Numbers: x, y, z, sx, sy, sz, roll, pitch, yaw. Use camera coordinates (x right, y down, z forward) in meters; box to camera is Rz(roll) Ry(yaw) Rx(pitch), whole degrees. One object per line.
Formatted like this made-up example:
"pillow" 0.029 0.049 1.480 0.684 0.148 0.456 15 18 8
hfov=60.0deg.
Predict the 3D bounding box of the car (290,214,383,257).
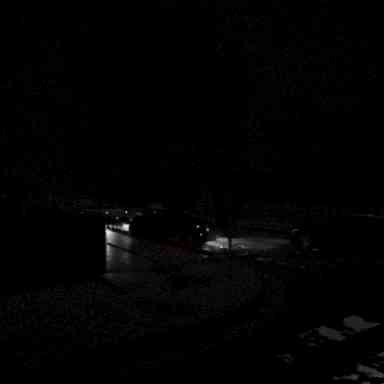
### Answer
"car" 6.211 1.569 12.841 4.674 1.442 1.812 1 1 35

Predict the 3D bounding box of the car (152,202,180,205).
"car" -1.990 1.432 23.373 2.128 1.511 4.902 0 1 -31

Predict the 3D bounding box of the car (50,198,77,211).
"car" -14.148 1.388 36.402 2.033 1.411 5.357 0 1 -34

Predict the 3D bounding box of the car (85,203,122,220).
"car" -6.572 1.524 25.471 1.895 1.301 4.718 0 1 -35

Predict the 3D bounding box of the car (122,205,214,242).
"car" -1.018 1.553 16.352 4.181 1.385 1.994 1 0 27
